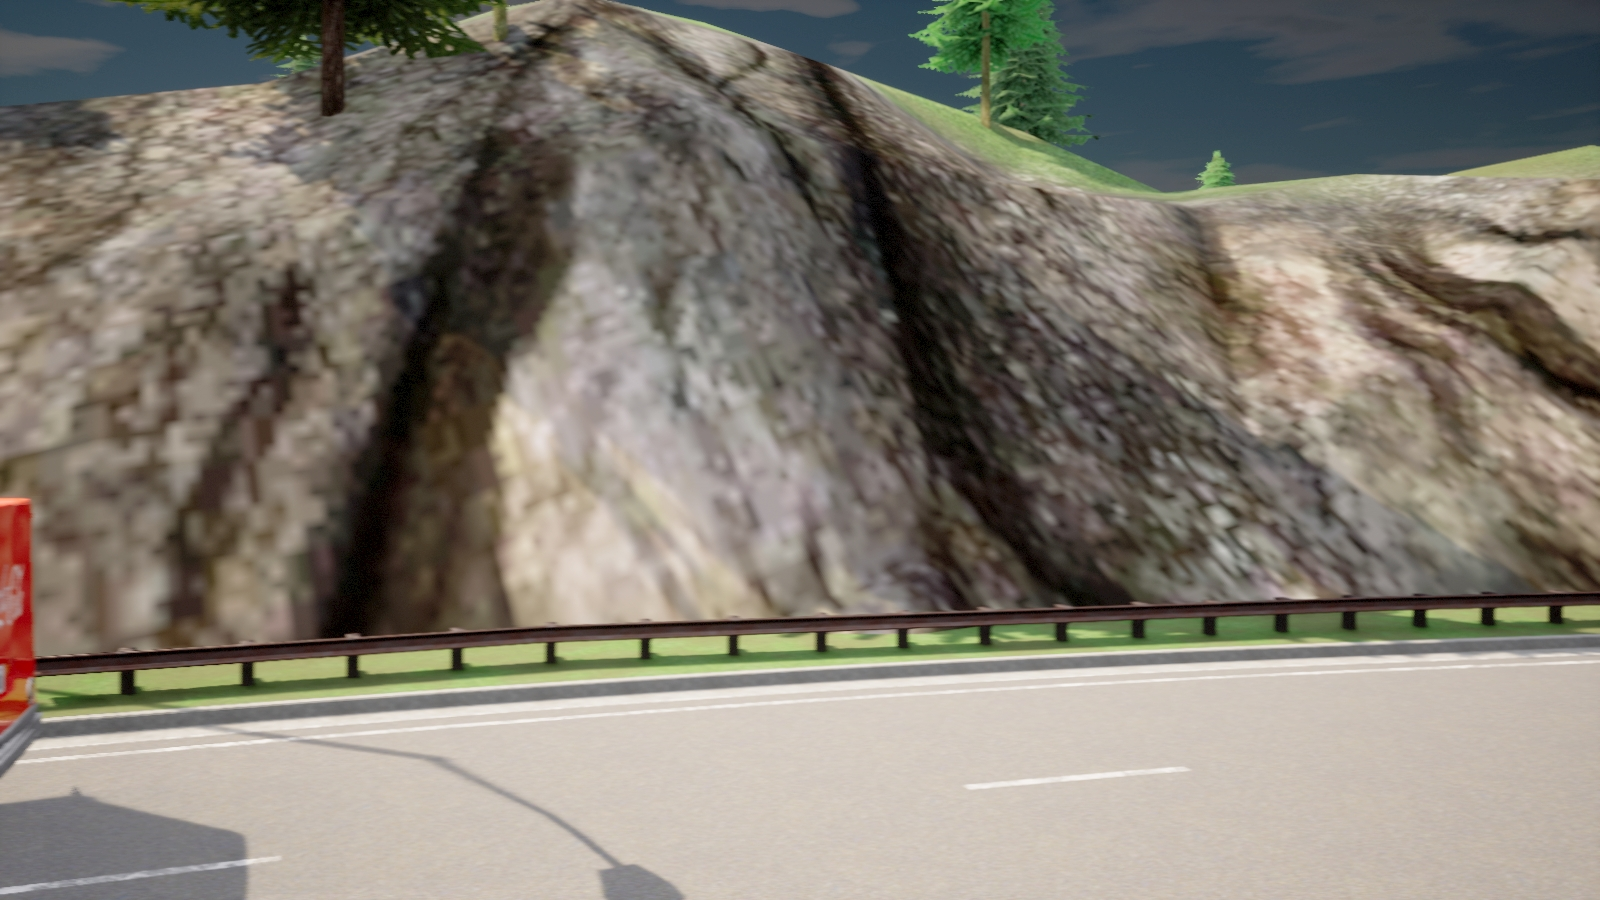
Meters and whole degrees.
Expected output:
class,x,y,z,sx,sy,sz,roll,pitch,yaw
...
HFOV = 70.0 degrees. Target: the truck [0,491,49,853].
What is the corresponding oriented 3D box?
class,x,y,z,sx,sy,sz,roll,pitch,yaw
truck,-8.110,1.566,7.281,5.204,2.467,2.627,0,-1,-24
